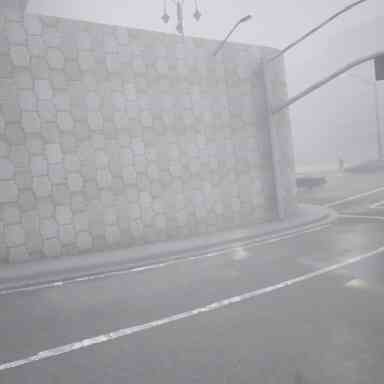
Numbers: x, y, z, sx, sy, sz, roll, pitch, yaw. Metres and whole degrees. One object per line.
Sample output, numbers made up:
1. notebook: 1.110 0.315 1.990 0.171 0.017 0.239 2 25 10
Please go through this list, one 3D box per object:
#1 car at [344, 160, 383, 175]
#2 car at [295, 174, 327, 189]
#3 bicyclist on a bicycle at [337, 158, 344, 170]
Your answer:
1. car: 19.341 -2.694 36.052 2.033 1.411 5.357 -11 6 -35
2. car: 10.009 -1.015 30.945 1.895 1.301 4.718 -11 6 -35
3. bicyclist on a bicycle: 20.065 -3.821 44.863 1.656 1.620 0.582 -11 6 -35
